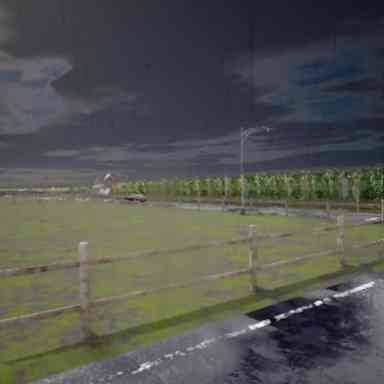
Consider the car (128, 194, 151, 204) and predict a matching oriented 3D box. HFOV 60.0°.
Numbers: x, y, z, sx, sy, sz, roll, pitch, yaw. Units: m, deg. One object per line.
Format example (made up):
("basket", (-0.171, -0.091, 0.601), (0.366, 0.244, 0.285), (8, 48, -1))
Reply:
("car", (-8.066, 1.027, 50.875), (1.882, 1.535, 5.008), (-2, 1, -37))
